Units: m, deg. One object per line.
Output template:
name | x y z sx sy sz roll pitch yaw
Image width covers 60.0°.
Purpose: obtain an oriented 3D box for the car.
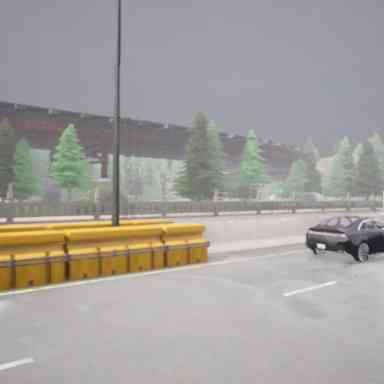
car | 6.367 1.660 12.660 4.902 1.511 2.128 1 -1 -35
